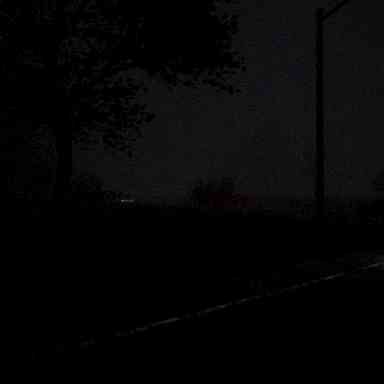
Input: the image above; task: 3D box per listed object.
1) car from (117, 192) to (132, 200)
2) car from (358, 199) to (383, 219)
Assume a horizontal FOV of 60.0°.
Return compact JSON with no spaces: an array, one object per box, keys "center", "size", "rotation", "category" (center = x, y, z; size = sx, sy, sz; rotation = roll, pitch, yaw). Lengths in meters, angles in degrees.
[{"center":[-12.977,0.737,62.823],"size":[1.812,1.442,4.674],"rotation":[-1,2,-35],"category":"car"},{"center":[14.471,1.275,23.768],"size":[1.837,1.490,4.892],"rotation":[-1,1,-35],"category":"car"}]
